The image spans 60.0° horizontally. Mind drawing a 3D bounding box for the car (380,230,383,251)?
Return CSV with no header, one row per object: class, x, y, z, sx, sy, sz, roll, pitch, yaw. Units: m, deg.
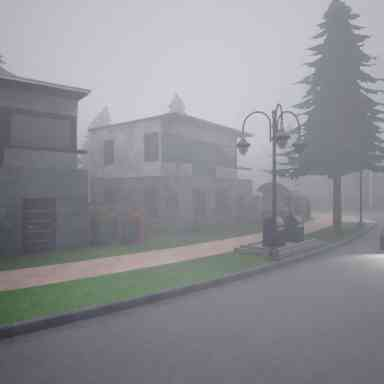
car,8.809,1.564,13.078,1.994,1.385,4.181,0,0,39
